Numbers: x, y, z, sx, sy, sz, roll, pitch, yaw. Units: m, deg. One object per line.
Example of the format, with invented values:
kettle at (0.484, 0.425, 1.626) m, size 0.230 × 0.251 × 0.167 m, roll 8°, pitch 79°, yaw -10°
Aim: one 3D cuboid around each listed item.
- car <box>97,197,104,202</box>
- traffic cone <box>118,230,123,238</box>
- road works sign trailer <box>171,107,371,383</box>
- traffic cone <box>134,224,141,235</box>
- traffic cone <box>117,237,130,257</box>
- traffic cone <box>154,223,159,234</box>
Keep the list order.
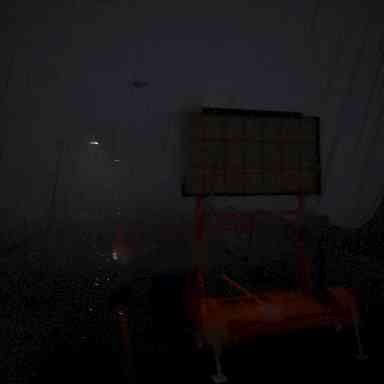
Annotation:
car at (-24.682, 2.019, 89.867) m, size 1.812 × 1.442 × 4.674 m, roll -1°, pitch 0°, yaw -14°
traffic cone at (-2.910, 2.017, 13.850) m, size 0.340 × 0.580 × 0.340 m, roll -1°, pitch 0°, yaw -14°
road works sign trailer at (0.942, 0.459, 5.552) m, size 2.380 × 3.560 × 2.880 m, roll -1°, pitch 0°, yaw -14°
traffic cone at (-2.930, 2.025, 17.973) m, size 0.340 × 0.580 × 0.340 m, roll -1°, pitch 0°, yaw -14°
traffic cone at (-2.416, 2.007, 11.912) m, size 0.340 × 0.580 × 0.340 m, roll -1°, pitch 0°, yaw -14°
traffic cone at (-1.961, 2.013, 18.220) m, size 0.340 × 0.580 × 0.340 m, roll -1°, pitch 0°, yaw -14°
